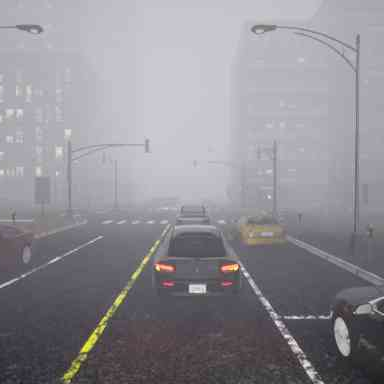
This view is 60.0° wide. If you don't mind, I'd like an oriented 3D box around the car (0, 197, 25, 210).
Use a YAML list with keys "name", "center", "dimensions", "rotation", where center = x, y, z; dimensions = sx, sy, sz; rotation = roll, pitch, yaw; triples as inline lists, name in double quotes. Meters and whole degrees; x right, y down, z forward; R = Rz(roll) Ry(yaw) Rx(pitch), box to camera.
- name: "car"
  center: [-21.738, 1.275, 37.972]
  dimensions: [4.829, 1.417, 1.752]
  rotation: [0, 0, 1]

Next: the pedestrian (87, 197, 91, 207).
- name: "pedestrian"
  center: [-12.631, 1.200, 40.837]
  dimensions: [0.375, 1.300, 0.375]
  rotation: [0, 0, 1]

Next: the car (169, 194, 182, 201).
- name: "car"
  center: [-3.194, 1.479, 60.348]
  dimensions: [2.128, 1.511, 4.902]
  rotation: [0, 0, 0]

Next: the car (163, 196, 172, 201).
- name: "car"
  center: [-5.865, 1.568, 80.601]
  dimensions: [1.802, 1.307, 4.206]
  rotation: [-1, 0, 0]

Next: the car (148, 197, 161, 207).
- name: "car"
  center: [-5.808, 1.514, 52.159]
  dimensions: [1.752, 1.417, 4.829]
  rotation: [-1, 0, 0]

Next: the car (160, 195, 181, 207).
- name: "car"
  center: [-3.194, 1.536, 50.397]
  dimensions: [2.033, 1.411, 5.357]
  rotation: [0, 0, 0]

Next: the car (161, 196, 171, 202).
- name: "car"
  center: [-5.854, 1.531, 74.946]
  dimensions: [1.887, 1.381, 4.507]
  rotation: [-1, 0, 0]

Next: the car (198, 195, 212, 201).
- name: "car"
  center: [2.560, 1.539, 58.000]
  dimensions: [2.008, 1.369, 4.403]
  rotation: [-1, 0, 0]

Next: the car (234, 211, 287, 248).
- name: "car"
  center: [2.778, 1.521, 14.561]
  dimensions: [1.752, 1.417, 4.829]
  rotation: [-1, 0, 0]

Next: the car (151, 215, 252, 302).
- name: "car"
  center: [0.083, 1.523, 8.109]
  dimensions: [1.812, 1.442, 4.674]
  rotation: [0, 0, 0]

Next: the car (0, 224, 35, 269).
- name: "car"
  center: [-5.849, 1.542, 8.787]
  dimensions: [1.887, 1.381, 4.507]
  rotation: [-1, 0, 0]

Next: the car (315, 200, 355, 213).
- name: "car"
  center: [16.238, 1.623, 37.552]
  dimensions: [4.403, 1.369, 2.008]
  rotation: [0, 0, 1]

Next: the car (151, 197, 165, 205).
- name: "car"
  center: [-5.819, 1.554, 57.983]
  dimensions: [1.947, 1.339, 4.313]
  rotation: [-1, 0, 0]

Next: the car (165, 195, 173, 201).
- name: "car"
  center: [-5.877, 1.530, 86.256]
  dimensions: [1.887, 1.381, 4.507]
  rotation: [-1, 0, 0]

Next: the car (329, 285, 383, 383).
- name: "car"
  center: [2.802, 1.550, 3.102]
  dimensions: [2.008, 1.369, 4.403]
  rotation: [-1, 0, 0]

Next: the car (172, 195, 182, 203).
- name: "car"
  center: [-3.142, 1.487, 70.545]
  dimensions: [1.837, 1.490, 4.892]
  rotation: [0, 0, 0]

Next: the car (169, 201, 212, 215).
- name: "car"
  center: [0.053, 1.487, 18.183]
  dimensions: [2.128, 1.511, 4.902]
  rotation: [0, 0, 0]
